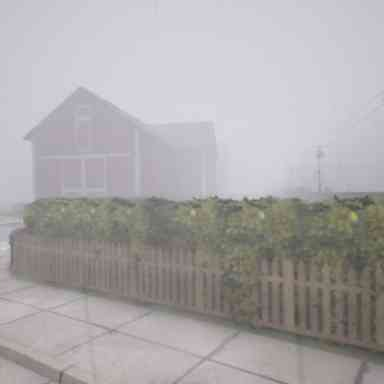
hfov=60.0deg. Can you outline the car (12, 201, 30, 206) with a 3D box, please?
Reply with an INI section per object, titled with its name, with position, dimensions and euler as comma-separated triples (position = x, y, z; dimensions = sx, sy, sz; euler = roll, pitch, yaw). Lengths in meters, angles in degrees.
[car]
position = -23.450, 1.991, 46.987
dimensions = 1.816, 1.474, 4.193
euler = -7, -1, 10
